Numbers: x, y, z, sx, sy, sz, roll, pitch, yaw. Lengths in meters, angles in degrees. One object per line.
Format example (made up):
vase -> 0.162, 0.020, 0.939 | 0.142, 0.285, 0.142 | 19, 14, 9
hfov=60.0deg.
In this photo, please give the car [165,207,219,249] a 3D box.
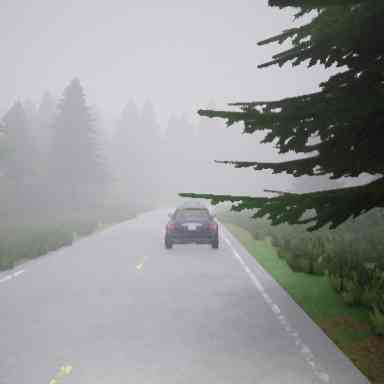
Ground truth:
car -> 0.000, 1.363, 14.620 | 2.097, 1.767, 4.553 | 0, 0, 0
